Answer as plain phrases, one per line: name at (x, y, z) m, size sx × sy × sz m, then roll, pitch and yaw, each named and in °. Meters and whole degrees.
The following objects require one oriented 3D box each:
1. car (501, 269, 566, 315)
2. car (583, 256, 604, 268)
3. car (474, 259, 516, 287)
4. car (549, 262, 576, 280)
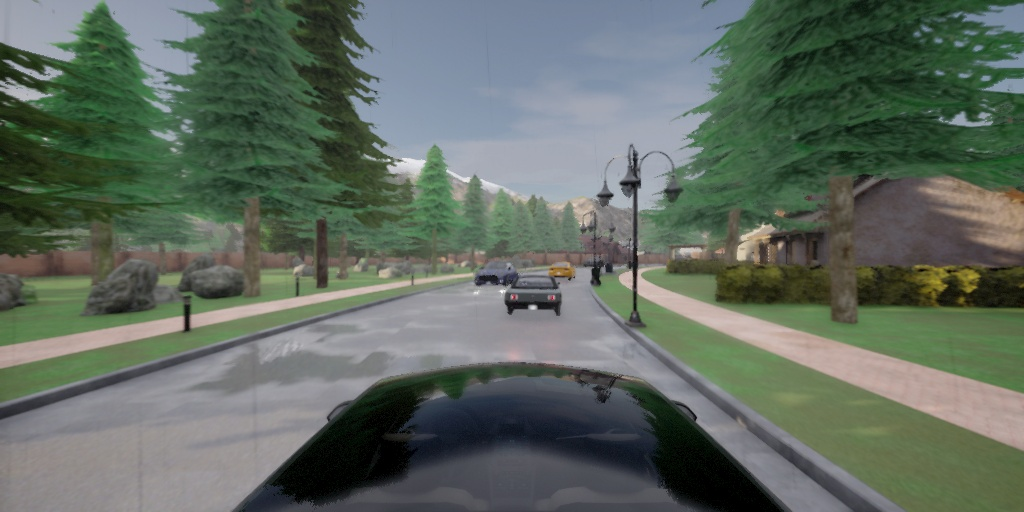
car at (0.918, 1.365, 13.729) m, size 1.895 × 1.301 × 4.718 m, roll 0°, pitch 0°, yaw 6°
car at (14.305, 1.075, 62.677) m, size 2.150 × 2.045 × 5.566 m, roll 0°, pitch 0°, yaw 32°
car at (-1.004, 1.120, 24.621) m, size 2.097 × 1.767 × 4.553 m, roll 0°, pitch 0°, yaw 12°
car at (4.468, 1.269, 31.453) m, size 1.882 × 1.535 × 5.008 m, roll 0°, pitch 0°, yaw 16°
